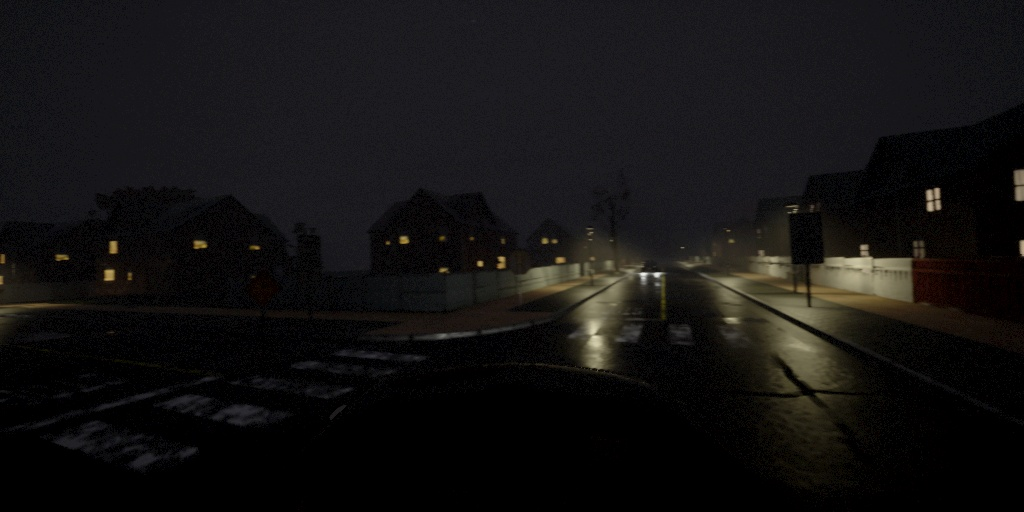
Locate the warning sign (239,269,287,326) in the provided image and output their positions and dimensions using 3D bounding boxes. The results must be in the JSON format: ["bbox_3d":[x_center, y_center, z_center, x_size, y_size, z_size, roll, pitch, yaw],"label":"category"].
[{"bbox_3d":[-8.517,1.369,12.286,1.060,1.860,1.300,0,0,22],"label":"warning sign"}]

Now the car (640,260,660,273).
[{"bbox_3d":[16.798,1.221,43.661,1.812,1.442,4.674,-2,-1,23],"label":"car"}]
